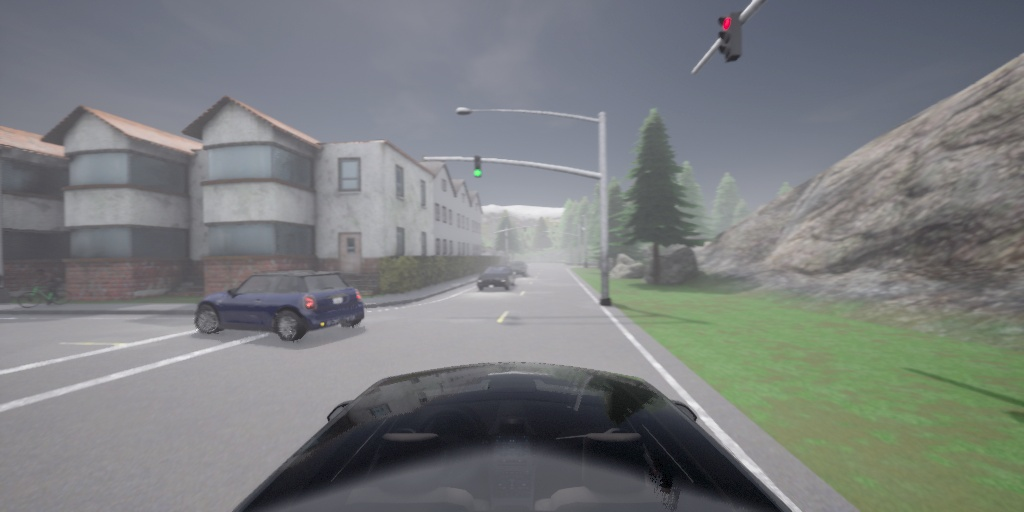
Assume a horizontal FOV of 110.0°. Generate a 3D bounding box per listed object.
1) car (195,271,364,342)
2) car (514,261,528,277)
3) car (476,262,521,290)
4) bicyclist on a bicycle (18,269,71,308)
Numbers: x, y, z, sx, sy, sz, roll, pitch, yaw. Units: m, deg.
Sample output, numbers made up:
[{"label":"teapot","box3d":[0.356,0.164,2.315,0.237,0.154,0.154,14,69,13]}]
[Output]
[{"label":"car","box3d":[-6.538,1.211,10.099,4.553,1.767,2.097,-1,0,20]},{"label":"car","box3d":[0.536,1.258,34.833,1.837,1.490,4.892,-1,0,7]},{"label":"car","box3d":[-0.867,1.319,22.924,2.033,1.411,5.357,-1,0,7]},{"label":"bicyclist on a bicycle","box3d":[-20.202,1.383,15.542,0.582,1.620,1.656,-1,0,6]}]
